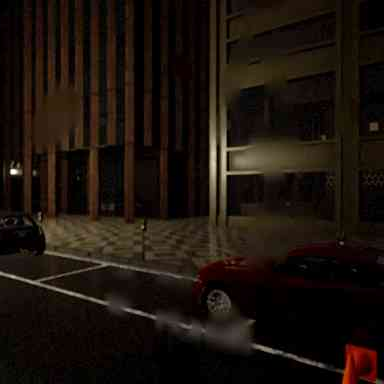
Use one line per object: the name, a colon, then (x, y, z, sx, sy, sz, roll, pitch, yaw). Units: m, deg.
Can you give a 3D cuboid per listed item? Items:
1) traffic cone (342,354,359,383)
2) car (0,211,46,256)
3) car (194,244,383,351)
traffic cone: (1.626, 1.956, 3.405, 0.340, 0.580, 0.340, 0, 0, 35)
car: (-7.182, 1.438, 12.062, 4.097, 1.590, 1.967, 0, 0, 35)
car: (2.119, 1.546, 5.549, 4.507, 1.381, 1.887, 0, 0, 35)
